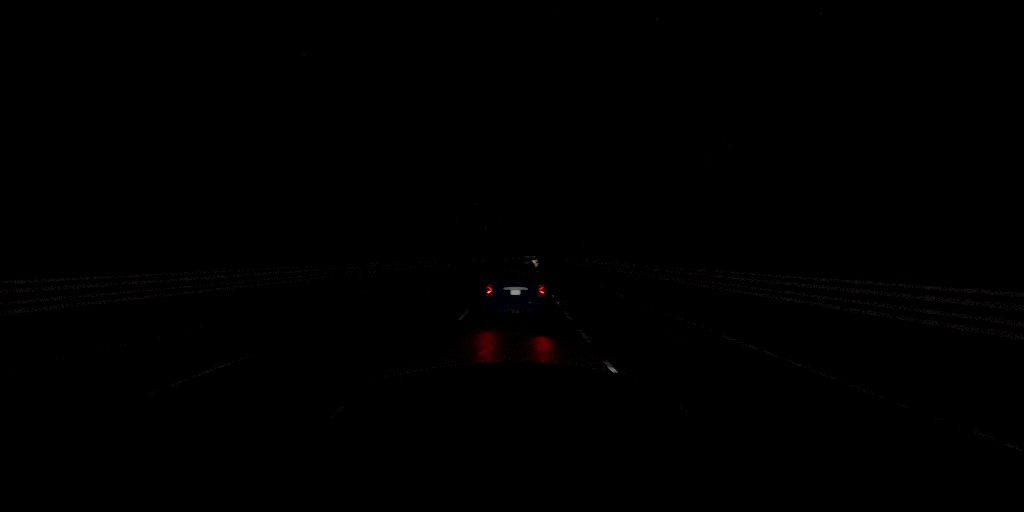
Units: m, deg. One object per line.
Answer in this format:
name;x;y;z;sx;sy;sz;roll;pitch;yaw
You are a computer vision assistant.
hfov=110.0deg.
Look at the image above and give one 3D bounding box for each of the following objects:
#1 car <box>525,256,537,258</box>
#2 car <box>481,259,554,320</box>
car;2.821;1.016;52.341;2.150;2.045;5.566;0;0;6
car;0.161;1.104;12.779;2.097;1.767;4.553;0;0;1
